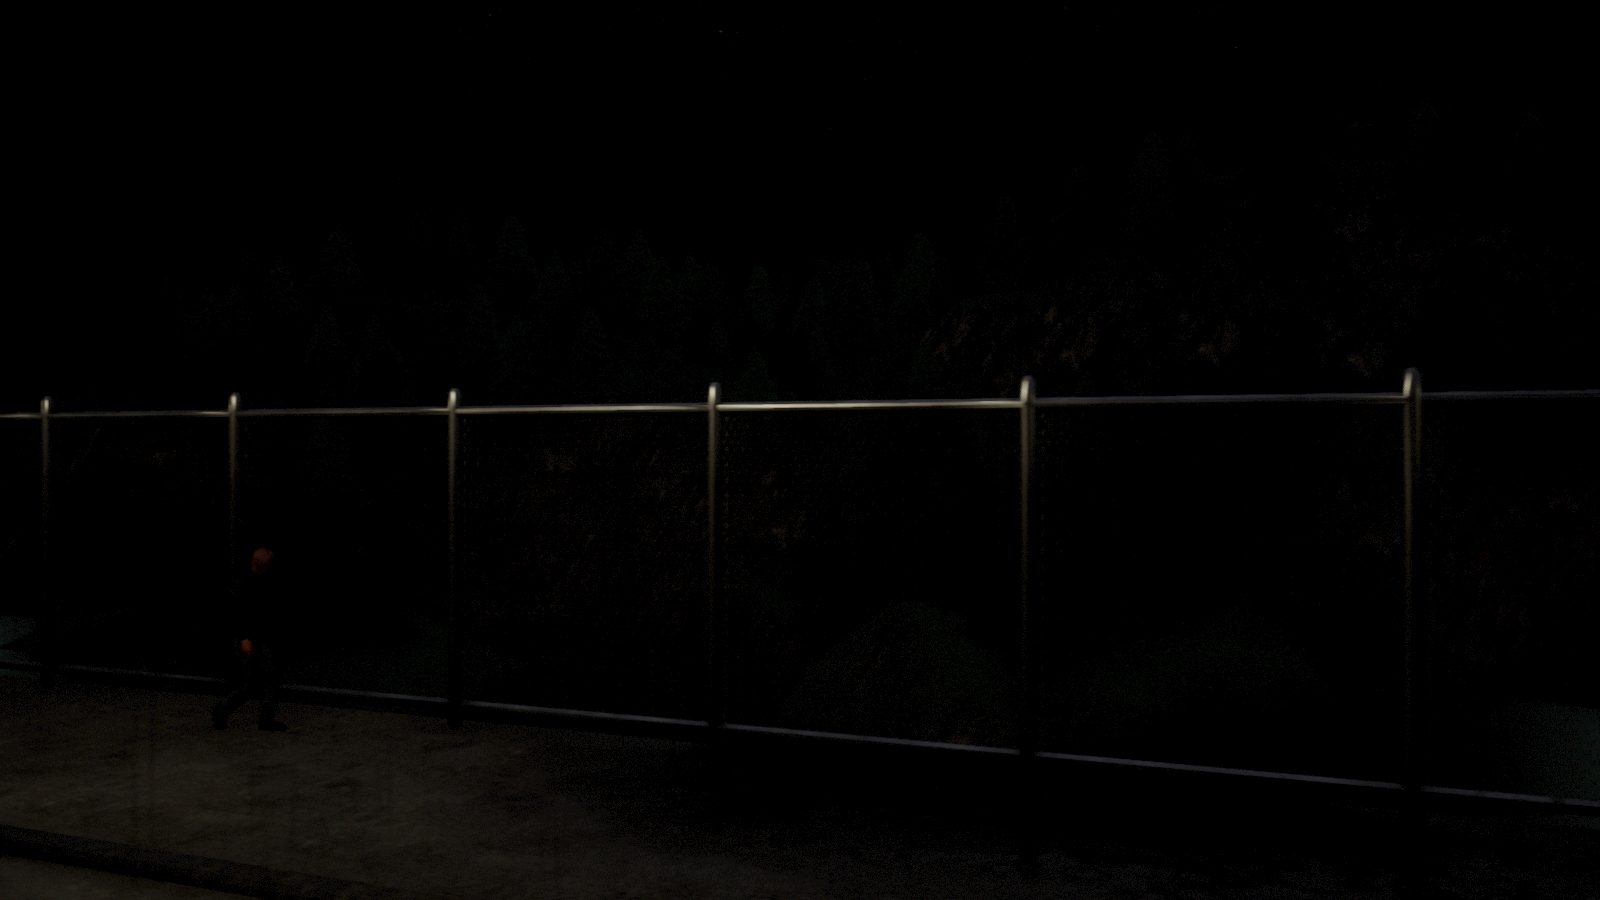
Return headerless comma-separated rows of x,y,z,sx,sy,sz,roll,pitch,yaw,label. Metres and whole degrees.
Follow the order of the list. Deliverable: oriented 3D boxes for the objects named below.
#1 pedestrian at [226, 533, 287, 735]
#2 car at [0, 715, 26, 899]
-5.182,1.738,10.909,0.375,1.860,0.375,0,0,12,pedestrian
-6.864,2.148,6.294,4.718,1.301,1.895,0,0,20,car
